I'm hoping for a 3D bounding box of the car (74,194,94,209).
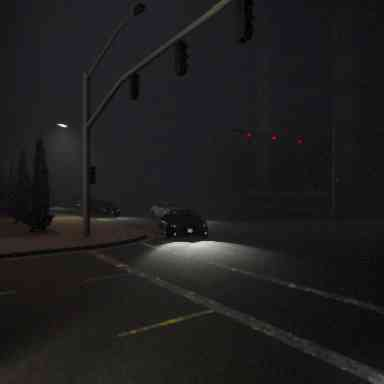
[{"bbox_3d":[-14.843,1.271,46.740,2.150,2.045,5.566,0,0,-35],"label":"car"}]

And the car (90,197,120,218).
[{"bbox_3d":[-8.380,1.556,31.331,1.837,1.490,4.892,0,0,-35],"label":"car"}]

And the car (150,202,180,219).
[{"bbox_3d":[-1.897,1.576,28.192,1.812,1.442,4.674,0,0,-35],"label":"car"}]

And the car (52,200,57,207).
[{"bbox_3d":[-22.228,1.653,51.305,1.895,1.301,4.718,0,0,-34],"label":"car"}]

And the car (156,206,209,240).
[{"bbox_3d":[-0.489,1.601,17.065,1.994,1.385,4.181,0,-1,-12],"label":"car"}]
